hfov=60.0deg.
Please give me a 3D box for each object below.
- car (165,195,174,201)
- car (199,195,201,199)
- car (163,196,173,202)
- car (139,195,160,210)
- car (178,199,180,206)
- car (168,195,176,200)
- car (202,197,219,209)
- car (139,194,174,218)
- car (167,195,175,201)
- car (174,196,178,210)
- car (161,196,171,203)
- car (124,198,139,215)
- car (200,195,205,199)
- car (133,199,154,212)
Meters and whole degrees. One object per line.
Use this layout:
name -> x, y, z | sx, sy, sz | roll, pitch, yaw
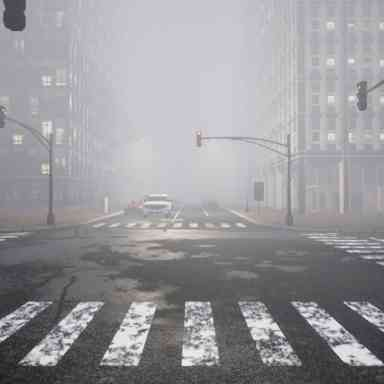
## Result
car -> -5.637, 1.578, 83.965 | 1.887, 1.381, 4.507 | 1, 0, 0
car -> 2.733, 1.590, 61.730 | 1.947, 1.339, 4.313 | 1, 0, 0
car -> -5.639, 1.582, 78.390 | 2.008, 1.369, 4.403 | 1, 0, 0
car -> -5.651, 1.332, 44.939 | 2.192, 1.841, 5.009 | 1, 0, 0
car -> -3.046, 1.585, 56.201 | 1.994, 1.385, 4.181 | 0, 0, 0
car -> -5.632, 1.605, 95.115 | 1.947, 1.339, 4.313 | 1, 0, 0
car -> 2.724, 1.599, 44.997 | 1.802, 1.307, 4.206 | 1, 0, 0
car -> -3.083, 1.233, 30.352 | 2.150, 2.045, 5.566 | 0, 0, 0
car -> -5.634, 1.587, 89.540 | 2.008, 1.369, 4.403 | 1, 0, 0
car -> -3.079, 1.541, 40.736 | 1.812, 1.442, 4.674 | 0, 0, 0
car -> -5.642, 1.573, 72.814 | 1.887, 1.381, 4.507 | 1, 0, 0
car -> -5.658, 1.453, 33.789 | 1.967, 1.590, 4.097 | 1, 0, 0
car -> 2.731, 1.547, 56.323 | 1.752, 1.417, 4.829 | 1, 0, 0
car -> -5.659, 1.597, 39.364 | 1.802, 1.307, 4.206 | 1, 0, 0
